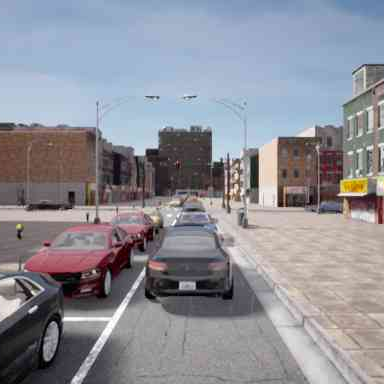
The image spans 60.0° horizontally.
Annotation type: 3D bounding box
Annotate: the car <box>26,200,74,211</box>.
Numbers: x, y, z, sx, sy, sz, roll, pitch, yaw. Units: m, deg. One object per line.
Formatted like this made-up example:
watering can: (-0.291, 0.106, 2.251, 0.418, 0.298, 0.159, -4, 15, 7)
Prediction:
car: (-15.524, 1.527, 36.632, 4.718, 1.301, 1.895, 0, 0, 0)

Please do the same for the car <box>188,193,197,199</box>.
car: (0.208, 1.515, 81.937, 2.097, 1.767, 4.553, 0, 0, 0)

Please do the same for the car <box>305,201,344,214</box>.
car: (16.314, 1.800, 39.667, 5.357, 1.411, 2.033, 1, 0, 0)

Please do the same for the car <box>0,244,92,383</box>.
car: (-2.626, 1.551, 3.035, 2.008, 1.369, 4.403, 0, 0, 0)

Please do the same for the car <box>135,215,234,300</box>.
car: (-0.034, 1.528, 8.301, 1.812, 1.442, 4.674, 0, 0, 1)

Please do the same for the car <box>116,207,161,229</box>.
car: (-2.598, 1.550, 14.023, 1.887, 1.381, 4.507, 0, 0, 0)

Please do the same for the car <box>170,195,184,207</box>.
car: (-2.504, 1.596, 51.305, 1.752, 1.417, 4.829, 0, 0, 0)

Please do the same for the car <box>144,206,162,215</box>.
car: (-2.585, 1.536, 19.347, 1.752, 1.417, 4.829, 0, 0, 0)

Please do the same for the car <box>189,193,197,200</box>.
car: (0.234, 1.262, 92.001, 2.150, 2.045, 5.566, 0, 0, 0)

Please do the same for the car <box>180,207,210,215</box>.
car: (0.134, 1.608, 15.757, 1.895, 1.301, 4.718, 0, 0, 0)

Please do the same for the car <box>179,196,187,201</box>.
car: (-2.407, 1.740, 89.582, 1.887, 1.381, 4.507, 0, 0, 0)

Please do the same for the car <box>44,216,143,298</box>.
car: (-2.612, 1.546, 8.529, 1.887, 1.381, 4.507, 0, 0, 0)

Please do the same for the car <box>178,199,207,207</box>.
car: (0.177, 1.525, 26.058, 1.837, 1.490, 4.892, 0, 0, 2)

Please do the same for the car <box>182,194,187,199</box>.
car: (-2.489, 1.401, 56.918, 2.192, 1.841, 5.009, 0, 0, 0)

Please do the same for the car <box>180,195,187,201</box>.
car: (-2.393, 1.654, 95.027, 1.967, 1.590, 4.097, 0, 0, 0)
